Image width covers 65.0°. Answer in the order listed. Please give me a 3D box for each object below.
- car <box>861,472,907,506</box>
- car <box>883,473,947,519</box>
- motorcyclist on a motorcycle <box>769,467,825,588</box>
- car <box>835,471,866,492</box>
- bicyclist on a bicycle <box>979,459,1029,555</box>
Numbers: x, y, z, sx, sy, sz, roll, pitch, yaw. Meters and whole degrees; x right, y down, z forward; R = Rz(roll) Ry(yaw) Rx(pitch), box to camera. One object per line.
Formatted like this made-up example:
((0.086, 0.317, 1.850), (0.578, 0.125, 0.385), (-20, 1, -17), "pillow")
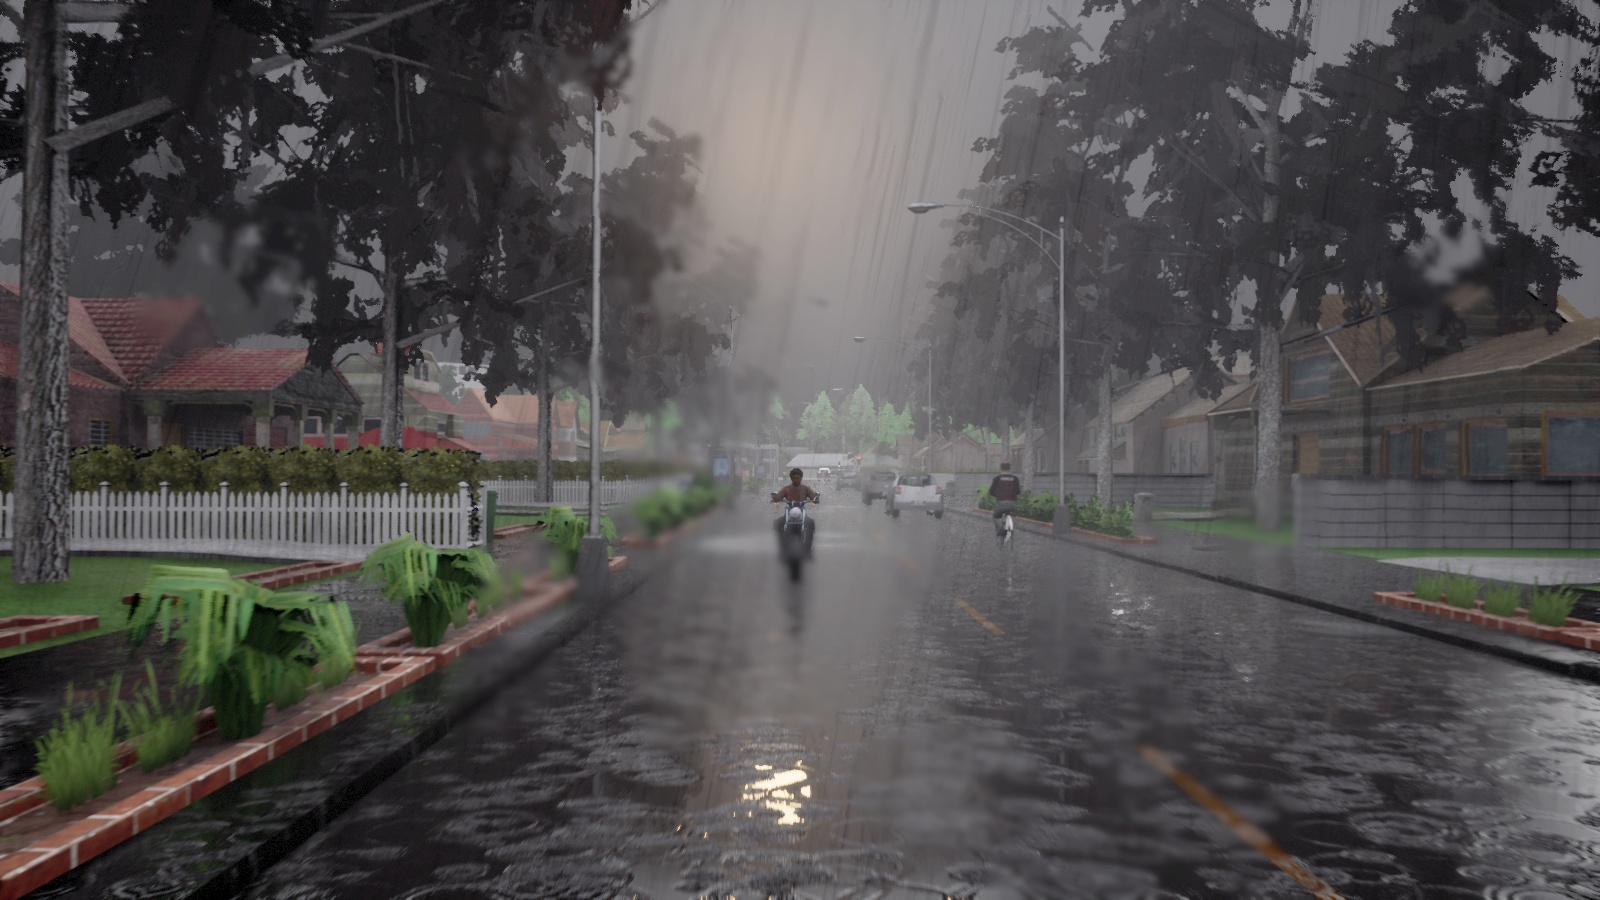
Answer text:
((3.857, 1.785, 58.059), (1.845, 1.501, 3.633), (0, -1, 0), "car")
((3.894, 1.533, 43.003), (1.845, 1.501, 3.633), (0, -1, 0), "car")
((-0.046, 1.072, 18.309), (0.766, 1.649, 2.350), (0, -1, 0), "motorcyclist on a motorcycle")
((3.766, 2.350, 95.221), (2.128, 1.511, 4.902), (0, -1, 0), "car")
((3.939, 1.077, 24.368), (0.659, 1.776, 1.843), (0, -1, 0), "bicyclist on a bicycle")
